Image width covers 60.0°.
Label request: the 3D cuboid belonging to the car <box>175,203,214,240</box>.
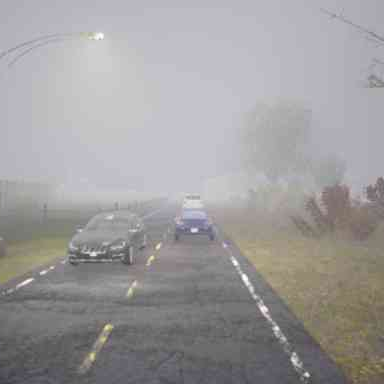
[{"bbox_3d":[0.101,1.521,16.951,1.812,1.442,4.674,0,0,0],"label":"car"}]

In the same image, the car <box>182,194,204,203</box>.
[{"bbox_3d":[0.101,1.229,37.149,2.150,2.045,5.566,0,0,0],"label":"car"}]

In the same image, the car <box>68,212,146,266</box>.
[{"bbox_3d":[-2.750,1.501,11.680,1.837,1.490,4.892,0,0,0],"label":"car"}]
